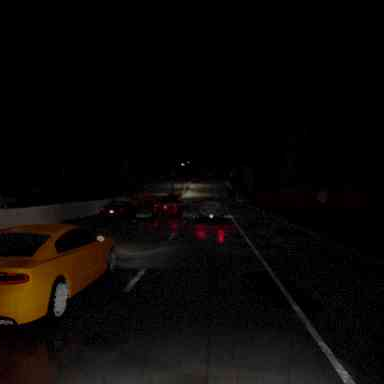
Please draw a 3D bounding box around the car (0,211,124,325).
[{"bbox_3d":[-3.100,1.408,7.142,1.882,1.535,5.008,0,0,3],"label":"car"}]

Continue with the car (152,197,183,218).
[{"bbox_3d":[-1.908,1.156,27.505,2.097,1.767,4.553,0,0,3],"label":"car"}]

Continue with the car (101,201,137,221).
[{"bbox_3d":[-5.540,1.356,25.409,1.994,1.385,4.181,0,0,3],"label":"car"}]

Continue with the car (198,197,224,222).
[{"bbox_3d":[1.422,1.372,24.543,1.812,1.442,4.674,0,0,3],"label":"car"}]

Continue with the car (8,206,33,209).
[{"bbox_3d":[-15.979,1.218,29.687,1.812,1.442,4.674,0,0,4],"label":"car"}]

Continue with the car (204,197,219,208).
[{"bbox_3d":[2.515,1.332,43.005,1.895,1.301,4.718,0,0,3],"label":"car"}]
